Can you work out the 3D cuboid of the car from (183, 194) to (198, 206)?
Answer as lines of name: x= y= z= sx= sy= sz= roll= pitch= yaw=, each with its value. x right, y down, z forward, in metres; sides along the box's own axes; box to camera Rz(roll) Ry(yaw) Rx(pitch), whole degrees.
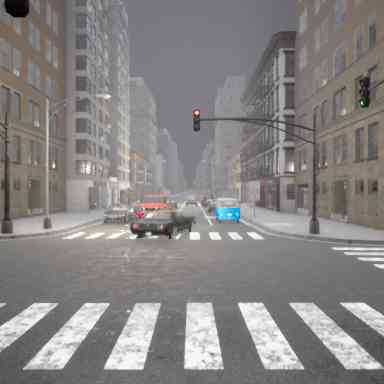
car: x=-0.068 y=1.533 z=54.651 sx=2.033 sy=1.411 sz=5.357 roll=0 pitch=0 yaw=0

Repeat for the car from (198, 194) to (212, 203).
car: x=2.571 y=1.302 z=53.348 sx=2.192 sy=1.841 sz=5.009 roll=0 pitch=0 yaw=0

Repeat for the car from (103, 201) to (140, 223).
car: x=-5.420 y=1.548 z=24.922 sx=2.008 sy=1.369 sz=4.403 roll=0 pitch=0 yaw=0

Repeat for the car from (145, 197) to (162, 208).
car: x=-5.447 y=1.517 z=47.480 sx=1.752 sy=1.417 sz=4.829 roll=0 pitch=0 yaw=0

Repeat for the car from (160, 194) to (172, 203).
car: x=-5.475 y=1.288 z=70.377 sx=2.192 sy=1.841 sz=5.009 roll=0 pitch=0 yaw=0

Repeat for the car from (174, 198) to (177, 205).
car: x=-2.896 y=1.597 z=35.421 sx=1.895 sy=1.301 sz=4.718 roll=0 pitch=0 yaw=0

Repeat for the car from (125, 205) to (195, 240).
car: x=-1.306 y=1.598 z=17.120 sx=1.895 sy=1.301 sz=4.718 roll=0 pitch=0 yaw=17

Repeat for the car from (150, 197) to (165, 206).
car: x=-5.454 y=1.553 z=53.332 sx=1.947 sy=1.339 sz=4.313 roll=0 pitch=0 yaw=0

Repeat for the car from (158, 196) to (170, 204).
car: x=-5.468 y=1.543 z=64.695 sx=1.947 sy=1.339 sz=4.313 roll=0 pitch=0 yaw=0

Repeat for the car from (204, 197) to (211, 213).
car: x=2.592 y=1.578 z=36.303 sx=1.802 sy=1.307 sz=4.206 roll=0 pitch=0 yaw=0

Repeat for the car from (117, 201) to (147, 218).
car: x=-5.426 y=1.541 z=30.604 sx=1.887 sy=1.381 sz=4.507 roll=0 pitch=0 yaw=0

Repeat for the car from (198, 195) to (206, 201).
car: x=2.529 y=1.525 z=87.435 sx=1.947 sy=1.339 sz=4.313 roll=0 pitch=0 yaw=0

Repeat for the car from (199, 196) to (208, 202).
car: x=2.543 y=1.519 z=76.072 sx=2.008 sy=1.369 sz=4.403 roll=0 pitch=0 yaw=0

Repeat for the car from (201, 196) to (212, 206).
car: x=2.578 y=1.573 z=47.666 sx=1.802 sy=1.307 sz=4.206 roll=0 pitch=0 yaw=0

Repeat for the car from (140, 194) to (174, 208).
car: x=-2.880 y=1.219 z=25.604 sx=2.150 sy=2.045 sz=5.566 roll=0 pitch=0 yaw=0

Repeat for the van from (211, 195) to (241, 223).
van: x=2.605 y=1.338 z=24.941 sx=1.690 sy=1.788 sz=3.998 roll=0 pitch=0 yaw=0

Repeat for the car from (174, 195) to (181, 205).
car: x=-2.892 y=1.497 z=45.481 sx=1.837 sy=1.490 sz=4.892 roll=0 pitch=0 yaw=0
